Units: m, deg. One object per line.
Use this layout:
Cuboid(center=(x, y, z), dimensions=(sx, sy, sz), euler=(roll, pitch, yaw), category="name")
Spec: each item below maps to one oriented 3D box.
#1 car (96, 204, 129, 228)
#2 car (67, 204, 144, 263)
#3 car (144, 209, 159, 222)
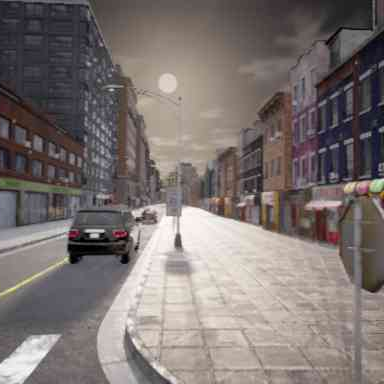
Cuboid(center=(-7.537, 2.218, 32.143), dimensions=(2.150, 2.045, 5.566), euler=(1, -2, -3), category="car")
Cuboid(center=(-3.435, 1.646, 13.816), dimensions=(2.150, 2.045, 5.566), euler=(1, -2, -4), category="car")
Cuboid(center=(-5.047, 2.784, 39.200), dimensions=(1.812, 1.442, 4.674), euler=(1, -2, -4), category="car")
